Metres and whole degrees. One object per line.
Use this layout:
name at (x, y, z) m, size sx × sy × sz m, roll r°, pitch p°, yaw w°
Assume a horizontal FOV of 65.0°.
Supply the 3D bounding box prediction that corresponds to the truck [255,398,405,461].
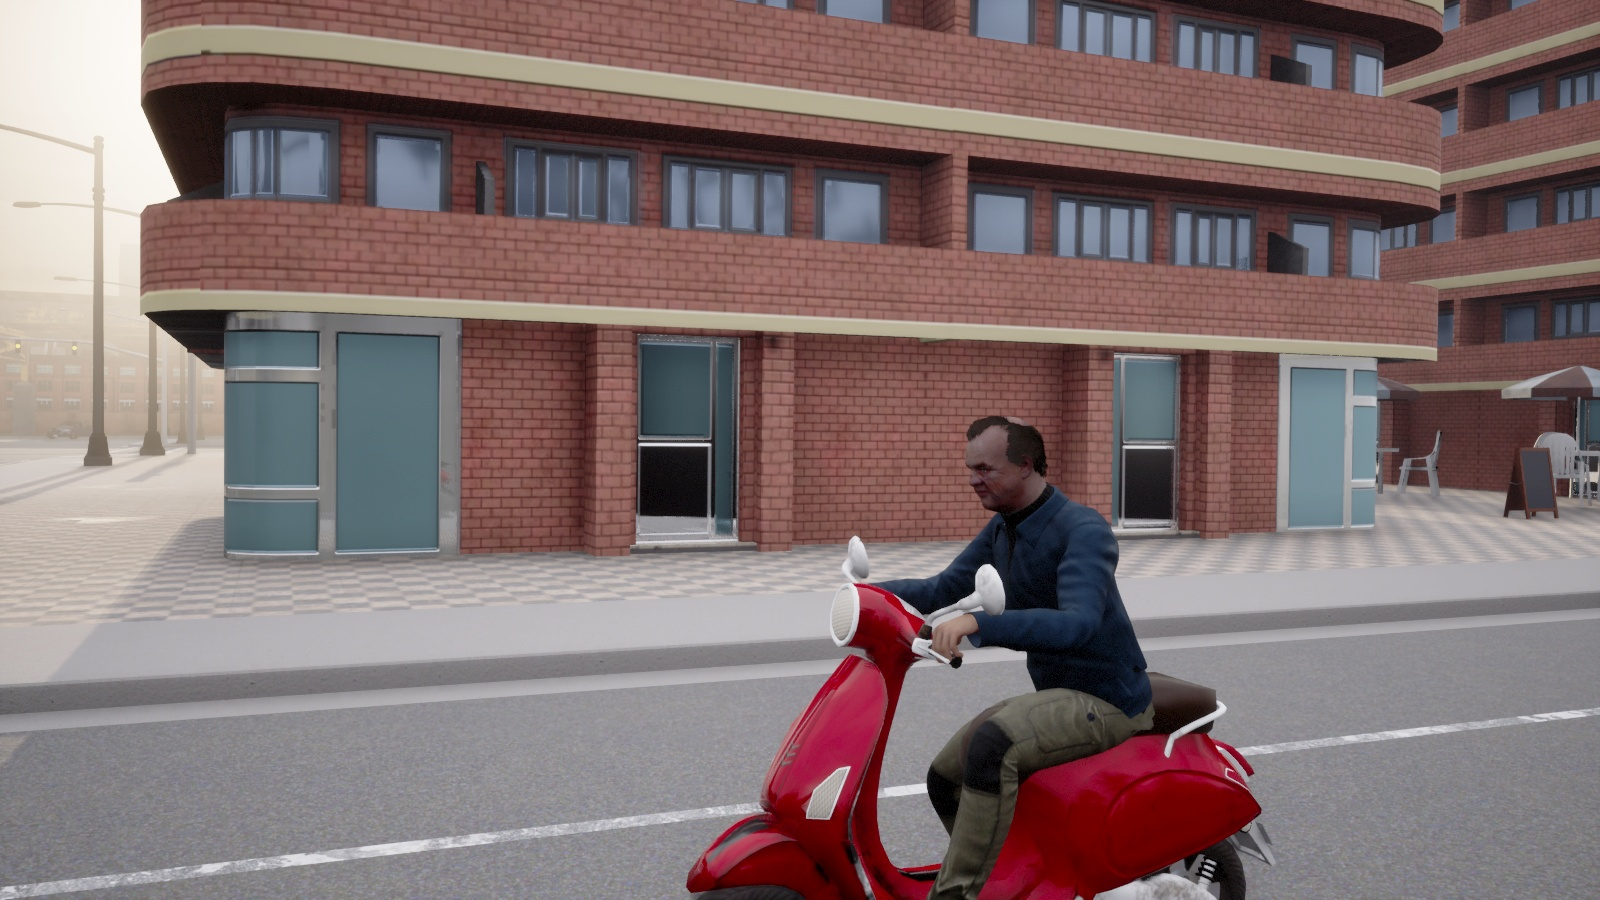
truck at (-27.305, -1.214, 73.036) m, size 7.936 × 3.462 × 2.891 m, roll -2°, pitch 1°, yaw -23°

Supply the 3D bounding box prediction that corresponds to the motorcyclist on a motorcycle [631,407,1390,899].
motorcyclist on a motorcycle at (0.546, 0.691, 3.382) m, size 1.817 × 1.590 × 0.866 m, roll -1°, pitch 1°, yaw -21°
